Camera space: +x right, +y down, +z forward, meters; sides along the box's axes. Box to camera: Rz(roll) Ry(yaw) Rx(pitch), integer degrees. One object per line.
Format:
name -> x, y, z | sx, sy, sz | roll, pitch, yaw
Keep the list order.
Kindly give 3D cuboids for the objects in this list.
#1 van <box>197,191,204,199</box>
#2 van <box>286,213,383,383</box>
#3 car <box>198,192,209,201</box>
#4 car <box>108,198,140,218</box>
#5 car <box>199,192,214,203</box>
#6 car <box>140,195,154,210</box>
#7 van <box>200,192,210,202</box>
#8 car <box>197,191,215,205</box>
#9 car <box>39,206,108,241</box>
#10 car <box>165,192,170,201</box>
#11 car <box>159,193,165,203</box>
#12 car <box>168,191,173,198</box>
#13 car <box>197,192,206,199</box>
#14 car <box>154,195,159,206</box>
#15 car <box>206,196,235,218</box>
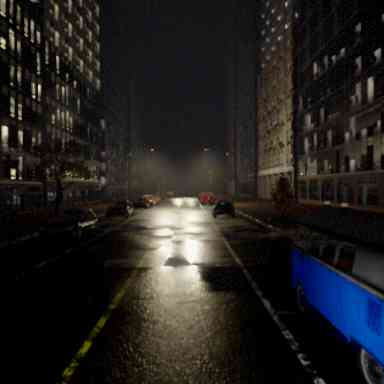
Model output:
van -> 2.199, 0.688, 84.346 | 1.690, 1.788, 3.998 | -1, 0, 0
van -> 2.650, 1.289, 4.779 | 1.690, 1.788, 3.998 | -1, 0, 0
car -> 2.297, 0.918, 67.297 | 1.967, 1.590, 4.097 | -1, 0, 0
car -> -5.856, 1.378, 27.466 | 2.008, 1.369, 4.403 | -1, 0, 0
car -> 2.359, 0.879, 55.930 | 2.192, 1.841, 5.009 | -1, 0, 0
car -> -5.920, 1.323, 38.833 | 1.802, 1.307, 4.206 | -1, 0, 0
van -> 2.328, 0.862, 61.613 | 1.690, 1.788, 3.998 | -1, 0, 0
car -> 2.392, 0.922, 50.246 | 2.192, 1.841, 5.009 | -1, 0, 0
car -> -5.792, 1.463, 16.100 | 2.008, 1.369, 4.403 | -1, 0, 0
car -> -6.082, 1.092, 67.251 | 1.947, 1.339, 4.313 | -1, 0, 0
car -> -6.016, 1.139, 55.714 | 1.752, 1.417, 4.829 | -1, 0, 0
car -> -6.146, 0.990, 78.617 | 2.008, 1.369, 4.403 | -1, 0, 0
car -> 2.232, 0.830, 78.664 | 1.967, 1.590, 4.097 | -1, 0, 0
car -> -5.954, 1.139, 44.516 | 1.967, 1.590, 4.097 | -1, 0, 0
car -> 2.524, 1.329, 27.513 | 2.008, 1.369, 4.403 | -1, 0, 0
